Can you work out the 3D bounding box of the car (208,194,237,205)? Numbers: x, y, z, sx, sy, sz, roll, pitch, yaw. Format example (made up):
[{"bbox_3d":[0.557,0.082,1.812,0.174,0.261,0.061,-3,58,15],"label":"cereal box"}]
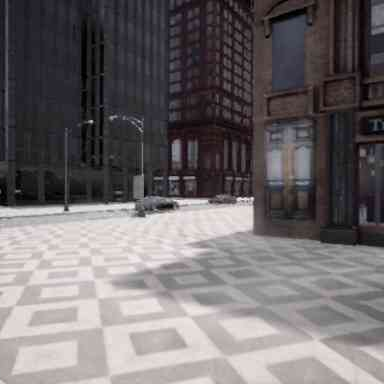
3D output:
[{"bbox_3d":[4.312,1.021,46.203,2.033,1.411,5.357,1,1,36],"label":"car"}]

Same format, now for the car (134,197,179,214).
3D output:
[{"bbox_3d":[-3.103,1.159,30.420,2.128,1.511,4.902,1,1,35],"label":"car"}]
